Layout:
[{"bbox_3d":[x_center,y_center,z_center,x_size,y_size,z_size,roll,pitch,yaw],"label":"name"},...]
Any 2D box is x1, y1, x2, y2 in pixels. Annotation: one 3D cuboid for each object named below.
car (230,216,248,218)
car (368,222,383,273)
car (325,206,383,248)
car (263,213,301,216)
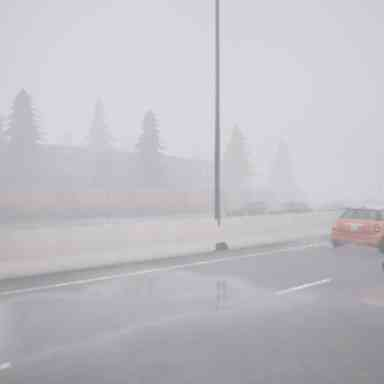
[{"bbox_3d":[5.047,1.506,29.652,4.892,1.490,1.837,0,0,-41],"label":"car"},{"bbox_3d":[7.110,1.549,8.832,5.357,1.411,2.033,0,0,-36],"label":"car"},{"bbox_3d":[7.742,1.353,13.666,4.553,1.767,2.097,0,0,-37],"label":"car"},{"bbox_3d":[8.262,1.507,27.815,4.892,1.490,1.837,0,0,-42],"label":"car"}]
